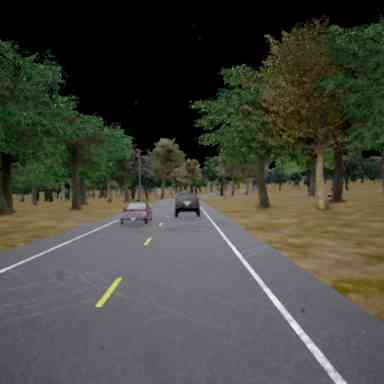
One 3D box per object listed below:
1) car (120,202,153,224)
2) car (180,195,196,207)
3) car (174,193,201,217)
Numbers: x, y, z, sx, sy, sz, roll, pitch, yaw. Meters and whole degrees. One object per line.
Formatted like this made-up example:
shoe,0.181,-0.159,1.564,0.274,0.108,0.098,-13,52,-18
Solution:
car,-3.824,1.441,23.572,1.812,1.442,4.674,0,0,-1
car,-0.594,1.280,46.925,2.128,1.511,4.902,0,0,0
car,-0.390,1.054,29.465,2.150,2.045,5.566,0,0,0
